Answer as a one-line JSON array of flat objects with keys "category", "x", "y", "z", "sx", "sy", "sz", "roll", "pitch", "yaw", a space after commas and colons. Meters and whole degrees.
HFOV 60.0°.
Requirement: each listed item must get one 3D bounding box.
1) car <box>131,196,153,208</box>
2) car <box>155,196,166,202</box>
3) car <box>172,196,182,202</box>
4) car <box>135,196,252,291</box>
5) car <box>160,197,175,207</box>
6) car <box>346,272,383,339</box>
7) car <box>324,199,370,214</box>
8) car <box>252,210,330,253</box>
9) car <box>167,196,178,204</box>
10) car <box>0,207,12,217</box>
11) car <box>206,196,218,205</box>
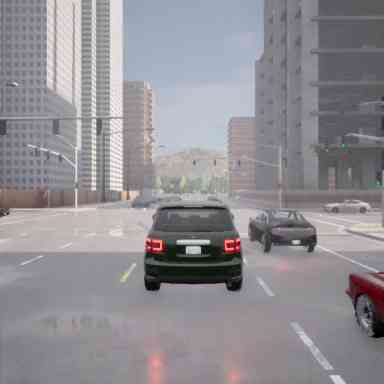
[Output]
[{"category": "car", "x": -7.381, "y": 1.352, "z": 47.955, "sx": 2.097, "sy": 1.767, "sz": 4.553, "roll": 0, "pitch": 0, "yaw": 1}, {"category": "car", "x": -6.963, "y": 1.595, "z": 73.517, "sx": 1.895, "sy": 1.301, "sz": 4.718, "roll": 0, "pitch": 0, "yaw": 1}, {"category": "car", "x": -3.441, "y": 1.552, "z": 75.108, "sx": 1.994, "sy": 1.385, "sz": 4.181, "roll": 0, "pitch": 0, "yaw": 1}, {"category": "car", "x": 0.034, "y": 1.221, "z": 9.149, "sx": 2.150, "sy": 2.045, "sz": 5.566, "roll": 0, "pitch": 0, "yaw": 0}, {"category": "car", "x": -3.833, "y": 1.505, "z": 52.221, "sx": 1.837, "sy": 1.490, "sz": 4.892, "roll": 0, "pitch": 0, "yaw": 1}, {"category": "car", "x": 3.592, "y": 1.601, "z": 3.635, "sx": 1.895, "sy": 1.301, "sz": 4.718, "roll": 0, "pitch": 0, "yaw": 0}, {"category": "car", "x": 16.543, "y": 1.526, "z": 35.573, "sx": 4.674, "sy": 1.442, "sz": 1.812, "roll": 0, "pitch": 0, "yaw": 0}, {"category": "car", "x": 3.540, "y": 1.492, "z": 13.726, "sx": 2.128, "sy": 1.511, "sz": 4.902, "roll": 0, "pitch": 0, "yaw": 0}, {"category": "car", "x": -3.659, "y": 1.506, "z": 62.990, "sx": 1.837, "sy": 1.490, "sz": 4.892, "roll": 0, "pitch": 0, "yaw": 1}, {"category": "car", "x": -18.196, "y": 1.601, "z": 28.573, "sx": 4.718, "sy": 1.301, "sz": 1.895, "roll": 0, "pitch": 0, "yaw": -1}, {"category": "car", "x": 3.431, "y": 1.505, "z": 58.063, "sx": 1.837, "sy": 1.490, "sz": 4.892, "roll": 0, "pitch": 0, "yaw": 1}]
